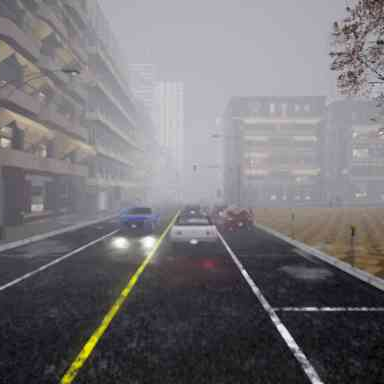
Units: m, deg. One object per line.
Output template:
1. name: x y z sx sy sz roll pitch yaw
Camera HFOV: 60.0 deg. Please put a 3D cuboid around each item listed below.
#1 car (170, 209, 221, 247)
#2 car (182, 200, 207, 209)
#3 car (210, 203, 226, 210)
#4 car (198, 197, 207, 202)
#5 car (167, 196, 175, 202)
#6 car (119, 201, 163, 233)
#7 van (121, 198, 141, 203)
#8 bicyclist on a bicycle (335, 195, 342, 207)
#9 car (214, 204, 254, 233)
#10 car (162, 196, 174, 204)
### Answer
1. car: 0.076 1.674 15.284 1.895 1.301 4.718 0 0 0
2. car: 0.054 1.715 30.460 1.994 1.385 4.181 0 0 0
3. car: 2.641 1.702 31.536 1.887 1.381 4.507 0 0 0
4. car: 2.575 1.875 80.535 1.967 1.590 4.097 -1 0 0
5. car: -5.820 1.942 91.585 1.967 1.590 4.097 -1 0 0
6. car: -3.126 1.577 20.438 1.882 1.535 5.008 0 0 0
7. van: -5.741 1.498 31.527 1.690 1.788 3.998 0 0 0
8. bicyclist on a bicycle: 20.183 1.254 45.883 0.582 1.620 1.656 -1 0 -1
9. car: 2.655 1.645 20.485 1.887 1.381 4.507 0 0 0
10. car: -5.797 1.951 75.001 2.008 1.369 4.403 0 0 0
